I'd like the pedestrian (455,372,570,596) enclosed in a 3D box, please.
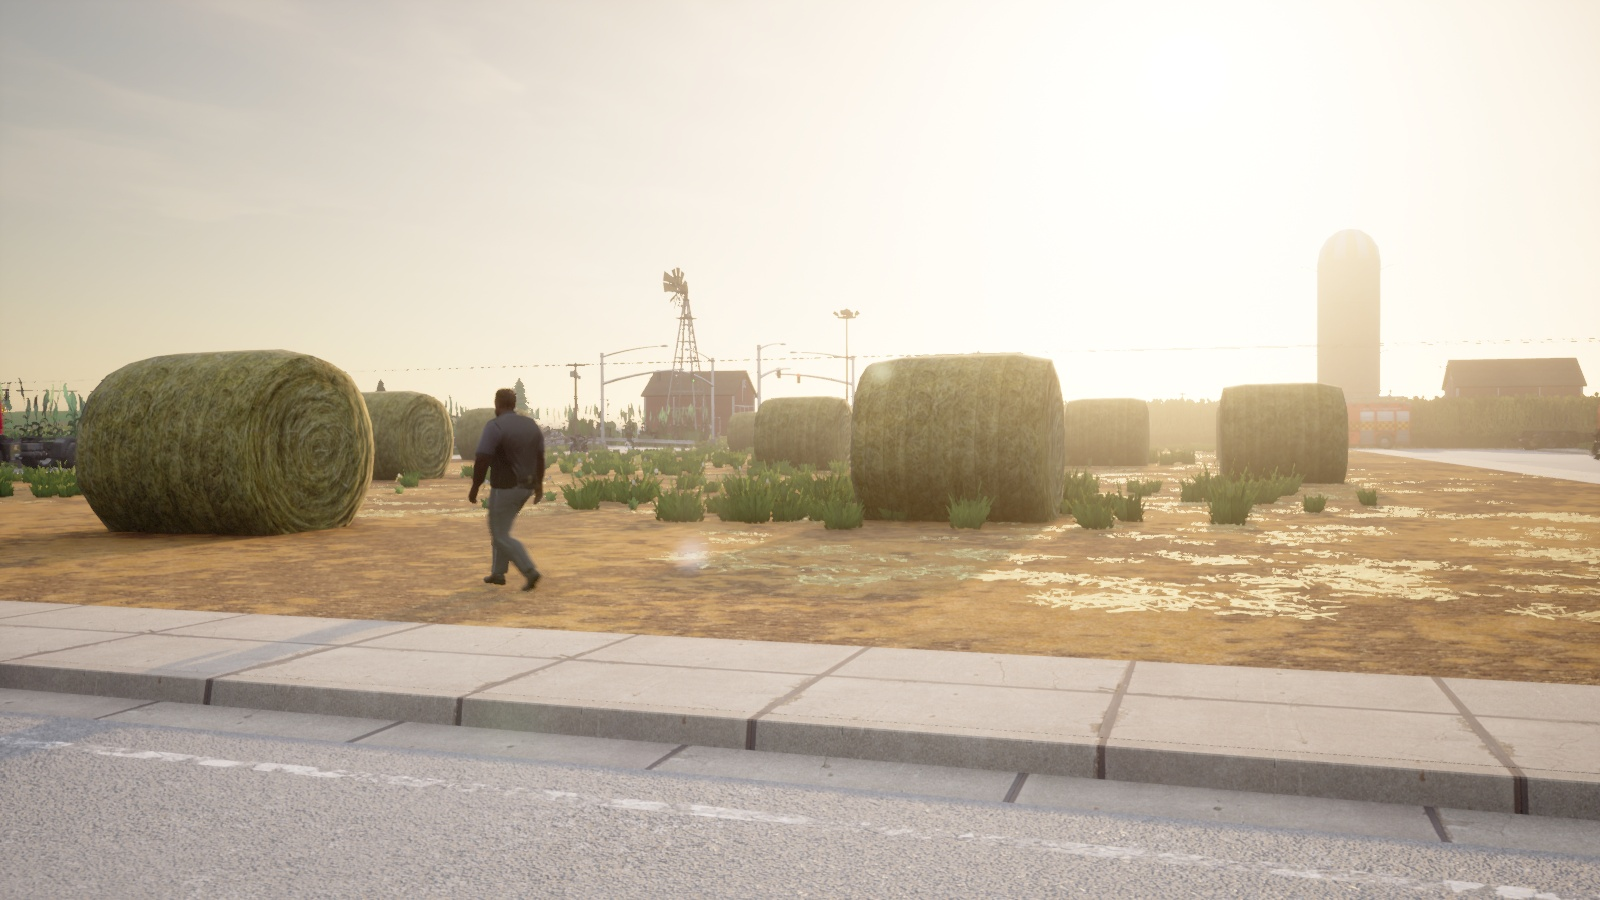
[{"bbox_3d":[-2.526,0.278,11.034,0.849,1.883,0.563,1,1,36],"label":"pedestrian"}]

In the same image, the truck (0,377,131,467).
[{"bbox_3d":[-31.348,-1.115,50.427,2.891,3.462,7.936,1,1,21],"label":"truck"}]

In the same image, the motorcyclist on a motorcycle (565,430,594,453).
[{"bbox_3d":[-14.661,-0.565,83.480,0.866,1.530,2.191,1,1,21],"label":"motorcyclist on a motorcycle"}]

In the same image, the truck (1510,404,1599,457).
[{"bbox_3d":[52.322,-1.308,83.932,7.936,3.462,2.891,0,1,3],"label":"truck"}]

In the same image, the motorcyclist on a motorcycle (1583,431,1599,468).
[{"bbox_3d":[36.944,-0.039,57.954,0.766,1.649,2.350,1,1,18],"label":"motorcyclist on a motorcycle"}]
